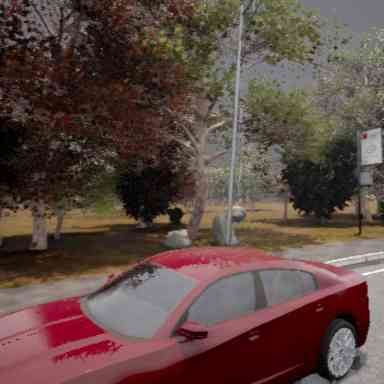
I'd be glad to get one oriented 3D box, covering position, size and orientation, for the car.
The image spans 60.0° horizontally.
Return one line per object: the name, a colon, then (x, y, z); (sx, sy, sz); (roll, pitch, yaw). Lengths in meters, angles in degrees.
car: (0.052, 1.460, 3.884); (5.008, 1.535, 1.882); (0, 0, -34)
